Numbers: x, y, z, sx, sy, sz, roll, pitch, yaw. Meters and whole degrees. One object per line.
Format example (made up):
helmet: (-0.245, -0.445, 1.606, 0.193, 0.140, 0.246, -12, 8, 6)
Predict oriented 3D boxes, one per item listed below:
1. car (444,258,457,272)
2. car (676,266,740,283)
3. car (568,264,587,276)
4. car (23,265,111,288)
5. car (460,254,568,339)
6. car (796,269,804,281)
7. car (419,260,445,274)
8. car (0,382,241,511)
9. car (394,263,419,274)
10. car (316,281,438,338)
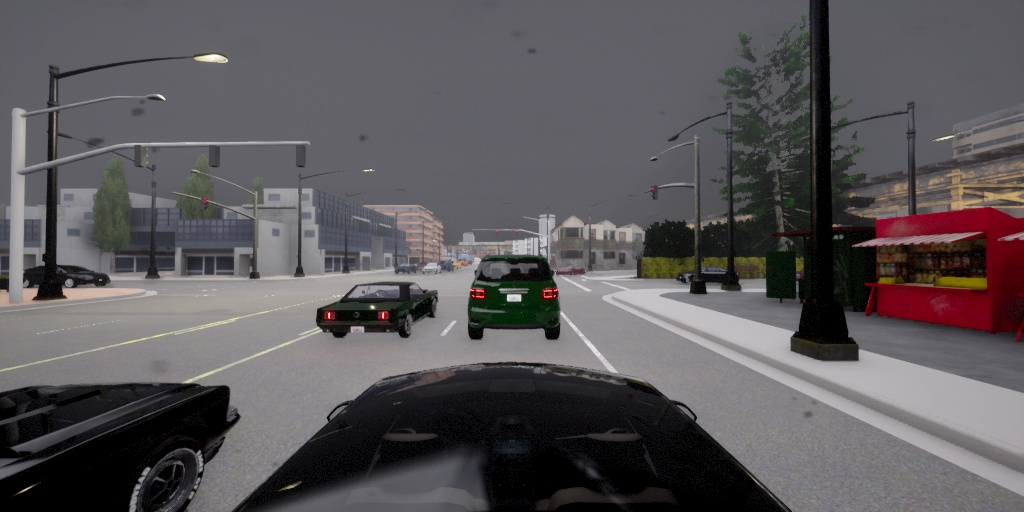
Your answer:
car: (-10.621, 1.526, 56.896, 2.097, 1.767, 4.553, 0, 0, 0)
car: (14.745, 1.448, 27.112, 4.181, 1.385, 1.994, 0, -1, 0)
car: (7.163, 1.648, 42.698, 1.994, 1.385, 4.181, 0, -1, 44)
car: (-29.644, 1.344, 23.742, 4.892, 1.490, 1.837, 0, -1, 1)
car: (0.059, 0.986, 10.224, 2.150, 2.045, 5.566, 0, 0, 0)
car: (23.242, 1.409, 27.045, 4.674, 1.442, 1.812, 0, -1, 1)
car: (-10.631, 1.643, 47.869, 1.812, 1.442, 4.674, 0, 0, 0)
car: (-3.402, 1.351, 1.100, 1.895, 1.301, 4.718, 0, 0, 0)
car: (-14.141, 1.670, 48.241, 2.033, 1.411, 5.357, 0, -1, 0)
car: (-3.438, 1.368, 10.240, 1.895, 1.301, 4.718, 0, 0, 0)
